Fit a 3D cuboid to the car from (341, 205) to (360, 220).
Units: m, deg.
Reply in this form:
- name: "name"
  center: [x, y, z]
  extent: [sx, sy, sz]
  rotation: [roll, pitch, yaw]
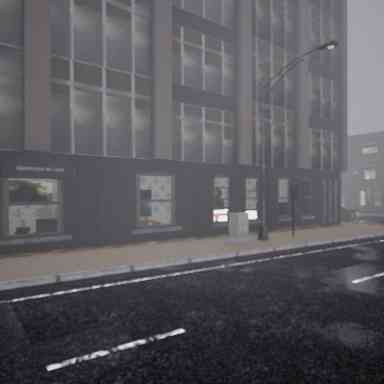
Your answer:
- name: "car"
  center: [14.674, 2.011, 34.235]
  extent: [2.128, 1.511, 4.902]
  rotation: [0, -1, -37]
